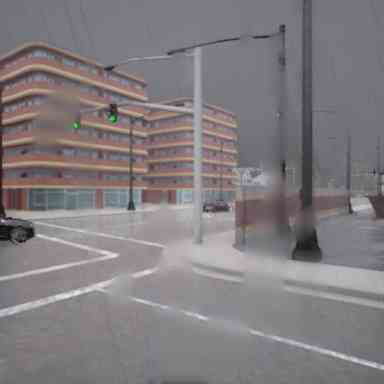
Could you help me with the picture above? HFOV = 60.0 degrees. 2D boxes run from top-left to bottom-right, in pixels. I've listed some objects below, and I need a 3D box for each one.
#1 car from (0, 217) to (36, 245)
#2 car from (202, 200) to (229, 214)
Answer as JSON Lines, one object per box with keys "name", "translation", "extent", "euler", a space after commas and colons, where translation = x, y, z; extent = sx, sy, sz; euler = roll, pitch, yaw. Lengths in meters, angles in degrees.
{"name": "car", "translation": [-8.822, 1.456, 13.259], "extent": [2.128, 1.511, 4.902], "euler": [0, 0, 35]}
{"name": "car", "translation": [2.220, 1.546, 34.997], "extent": [1.994, 1.385, 4.181], "euler": [0, 0, 35]}
